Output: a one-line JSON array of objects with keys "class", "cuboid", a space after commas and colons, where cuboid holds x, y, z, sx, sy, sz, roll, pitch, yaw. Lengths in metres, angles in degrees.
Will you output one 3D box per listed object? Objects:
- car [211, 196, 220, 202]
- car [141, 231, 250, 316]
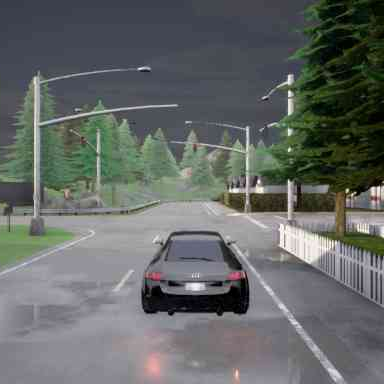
[{"class": "car", "cuboid": [6.702, 1.525, 72.823, 5.357, 1.411, 2.033, 0, 0, -22]}, {"class": "car", "cuboid": [0.075, 1.564, 7.604, 1.994, 1.385, 4.181, 0, 0, 1]}]
